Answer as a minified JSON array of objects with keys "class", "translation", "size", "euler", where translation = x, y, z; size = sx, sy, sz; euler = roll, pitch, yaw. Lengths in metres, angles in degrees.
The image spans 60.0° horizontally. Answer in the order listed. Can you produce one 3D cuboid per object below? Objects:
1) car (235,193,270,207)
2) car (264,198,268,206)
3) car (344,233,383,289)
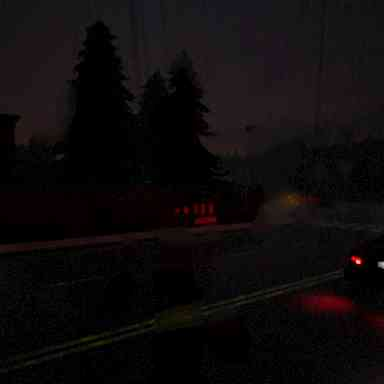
[{"class":"car","translation":[8.262,0.994,45.516],"size":[2.097,1.767,4.553],"euler":[-1,0,-35]},{"class":"car","translation":[6.854,1.158,41.438],"size":[1.882,1.535,5.008],"euler":[-1,0,-35]},{"class":"car","translation":[5.795,1.448,7.916],"size":[5.357,1.411,2.033],"euler":[-1,0,-35]}]
